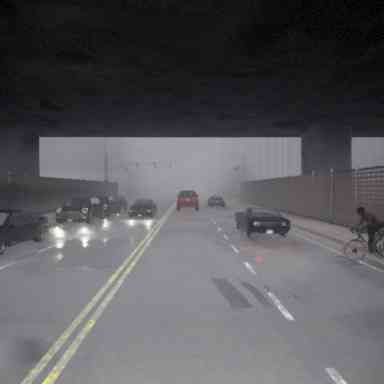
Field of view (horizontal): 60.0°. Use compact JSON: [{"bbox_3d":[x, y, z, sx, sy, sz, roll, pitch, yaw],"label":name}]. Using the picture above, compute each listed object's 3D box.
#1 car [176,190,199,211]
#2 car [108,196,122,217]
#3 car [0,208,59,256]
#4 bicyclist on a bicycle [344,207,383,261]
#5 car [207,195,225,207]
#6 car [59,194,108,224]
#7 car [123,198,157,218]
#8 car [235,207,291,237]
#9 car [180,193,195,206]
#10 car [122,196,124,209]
[{"bbox_3d":[-0.423,0.841,34.267,2.150,2.045,5.566,0,1,-1],"label":"car"},{"bbox_3d":[-7.367,1.095,27.000,2.097,1.767,4.553,0,1,-1],"label":"car"},{"bbox_3d":[-7.263,1.408,12.693,2.033,1.411,5.357,0,1,-1],"label":"car"},{"bbox_3d":[5.398,1.261,10.152,1.656,1.620,0.582,-7,1,-1],"label":"bicyclist on a bicycle"},{"bbox_3d":[3.004,1.096,41.987,1.994,1.385,4.181,0,1,-1],"label":"car"},{"bbox_3d":[-7.391,1.105,22.305,2.097,1.767,4.553,0,1,-1],"label":"car"},{"bbox_3d":[-3.867,1.291,27.022,2.033,1.411,5.357,0,1,-1],"label":"car"},{"bbox_3d":[3.373,1.412,16.788,1.895,1.301,4.718,0,1,-1],"label":"car"},{"bbox_3d":[-0.623,0.979,44.978,1.882,1.535,5.008,0,1,-1],"label":"car"},{"bbox_3d":[-7.507,1.133,32.458,2.128,1.511,4.902,0,1,-1],"label":"car"}]
